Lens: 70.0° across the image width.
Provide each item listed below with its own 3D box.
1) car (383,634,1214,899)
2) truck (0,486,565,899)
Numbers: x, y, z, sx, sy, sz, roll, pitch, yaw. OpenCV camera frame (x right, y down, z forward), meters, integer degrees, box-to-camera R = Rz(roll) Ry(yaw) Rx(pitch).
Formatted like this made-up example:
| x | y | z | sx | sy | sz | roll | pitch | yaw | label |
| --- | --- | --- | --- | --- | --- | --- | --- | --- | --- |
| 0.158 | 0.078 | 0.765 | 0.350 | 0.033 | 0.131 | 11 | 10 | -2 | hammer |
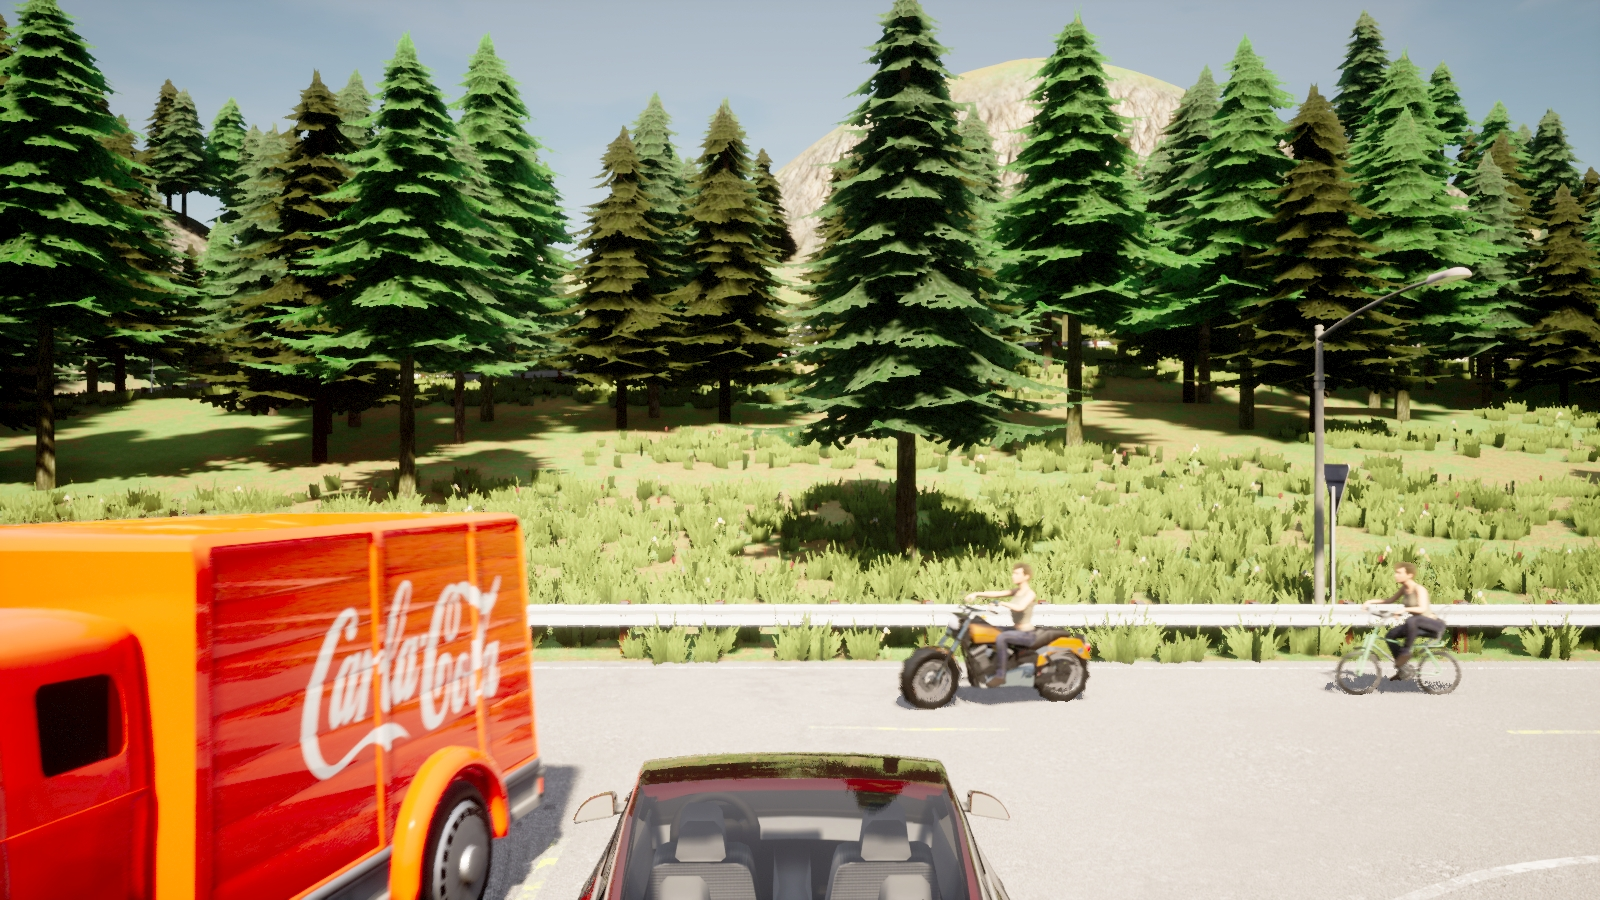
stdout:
| x | y | z | sx | sy | sz | roll | pitch | yaw | label |
| --- | --- | --- | --- | --- | --- | --- | --- | --- | --- |
| -0.029 | 1.935 | 5.115 | 2.163 | 1.488 | 4.792 | 0 | -1 | -1 | car |
| -3.338 | 1.448 | 5.543 | 2.627 | 2.467 | 5.204 | -1 | -1 | 9 | truck |
